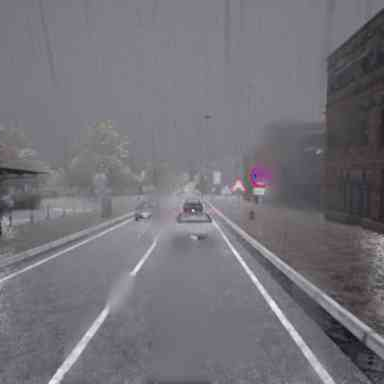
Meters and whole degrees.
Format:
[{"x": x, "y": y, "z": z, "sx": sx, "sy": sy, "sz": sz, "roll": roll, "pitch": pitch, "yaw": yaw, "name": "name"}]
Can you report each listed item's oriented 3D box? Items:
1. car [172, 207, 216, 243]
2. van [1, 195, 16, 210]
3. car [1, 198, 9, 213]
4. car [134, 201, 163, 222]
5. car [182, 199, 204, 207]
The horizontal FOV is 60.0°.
[{"x": 0.097, "y": 1.620, "z": 16.132, "sx": 1.895, "sy": 1.301, "sz": 4.718, "roll": 0, "pitch": 0, "yaw": 0, "name": "car"}, {"x": -22.007, "y": 1.365, "z": 37.042, "sx": 4.442, "sy": 1.987, "sz": 1.878, "roll": 0, "pitch": 0, "yaw": 0, "name": "van"}, {"x": -22.150, "y": 1.612, "z": 34.268, "sx": 4.792, "sy": 1.488, "sz": 2.163, "roll": 0, "pitch": 0, "yaw": 0, "name": "car"}, {"x": -3.349, "y": 1.462, "z": 26.405, "sx": 2.128, "sy": 1.511, "sz": 4.902, "roll": 0, "pitch": 0, "yaw": 0, "name": "car"}, {"x": 0.097, "y": 1.415, "z": 32.814, "sx": 1.837, "sy": 1.490, "sz": 4.892, "roll": 0, "pitch": 1, "yaw": 0, "name": "car"}]
